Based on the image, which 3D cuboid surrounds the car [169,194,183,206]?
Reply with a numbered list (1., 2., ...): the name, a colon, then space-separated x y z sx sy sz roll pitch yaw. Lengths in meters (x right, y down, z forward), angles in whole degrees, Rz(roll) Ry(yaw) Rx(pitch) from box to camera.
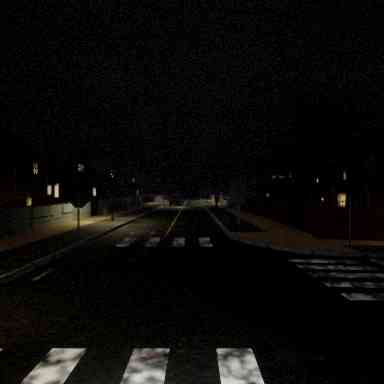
1. car: -2.750 1.437 57.233 2.150 2.045 5.566 0 0 0
